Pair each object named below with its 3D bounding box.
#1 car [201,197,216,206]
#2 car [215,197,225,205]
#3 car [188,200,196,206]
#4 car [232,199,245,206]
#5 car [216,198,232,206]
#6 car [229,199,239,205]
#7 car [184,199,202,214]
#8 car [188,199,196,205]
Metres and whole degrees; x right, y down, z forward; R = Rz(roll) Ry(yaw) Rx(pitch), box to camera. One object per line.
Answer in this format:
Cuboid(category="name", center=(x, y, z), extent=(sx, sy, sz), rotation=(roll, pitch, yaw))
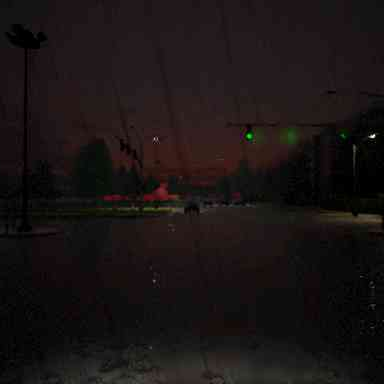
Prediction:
Cuboid(category="car", center=(3.486, 2.345, 73.083), extent=(2.128, 1.511, 4.902), rotation=(0, -1, 0))
Cuboid(category="car", center=(6.983, 2.214, 83.474), extent=(2.097, 1.767, 4.553), rotation=(0, -1, 0))
Cuboid(category="car", center=(-0.014, 2.421, 73.527), extent=(1.895, 1.301, 4.718), rotation=(0, -1, 0))
Cuboid(category="car", center=(10.486, 2.377, 73.501), extent=(1.994, 1.385, 4.181), rotation=(0, -1, 0))
Cuboid(category="car", center=(6.986, 2.320, 73.084), extent=(1.837, 1.490, 4.892), rotation=(0, -1, 0))
Cuboid(category="car", center=(10.483, 2.398, 83.503), extent=(2.033, 1.411, 5.357), rotation=(0, -1, 0))
Cuboid(category="car", center=(-0.004, 2.013, 43.289), extent=(1.812, 1.442, 4.674), rotation=(0, -1, 0))
Cuboid(category="car", center=(-0.017, 2.383, 83.499), extent=(1.812, 1.442, 4.674), rotation=(0, -1, 0))
